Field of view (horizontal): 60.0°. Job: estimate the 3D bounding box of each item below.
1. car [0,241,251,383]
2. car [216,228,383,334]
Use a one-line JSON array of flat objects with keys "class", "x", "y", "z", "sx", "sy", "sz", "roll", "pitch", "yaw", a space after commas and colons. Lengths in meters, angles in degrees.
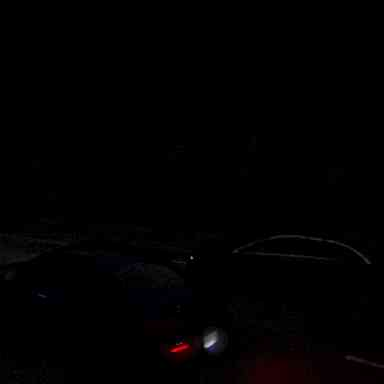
[{"class": "car", "x": -1.654, "y": 1.520, "z": 5.173, "sx": 4.674, "sy": 1.442, "sz": 1.812, "roll": 0, "pitch": 0, "yaw": 36}, {"class": "car", "x": 2.110, "y": 1.489, "z": 6.785, "sx": 4.902, "sy": 1.511, "sz": 2.128, "roll": 0, "pitch": 0, "yaw": 35}]
